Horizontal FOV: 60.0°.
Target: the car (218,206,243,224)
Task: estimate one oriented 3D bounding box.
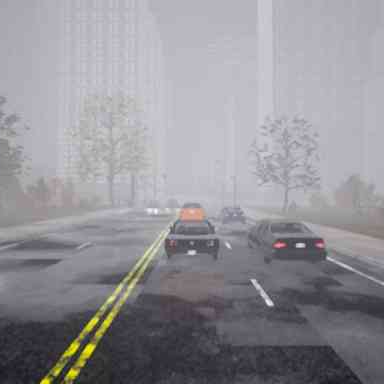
[{"bbox_3d":[3.258,1.833,27.521,2.033,1.411,5.357,0,-1,0],"label":"car"}]

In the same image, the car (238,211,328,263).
[{"bbox_3d":[3.260,1.681,12.524,2.033,1.411,5.357,0,-1,0],"label":"car"}]

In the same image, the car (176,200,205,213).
[{"bbox_3d":[0.017,1.645,28.415,2.097,1.767,4.553,0,-1,0],"label":"car"}]

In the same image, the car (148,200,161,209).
[{"bbox_3d":[-6.519,2.061,57.541,2.128,1.511,4.902,0,-1,0],"label":"car"}]

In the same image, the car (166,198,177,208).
[{"bbox_3d":[-3.269,1.920,57.652,2.097,1.767,4.553,0,0,0],"label":"car"}]

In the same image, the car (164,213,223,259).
[{"bbox_3d":[0.014,1.742,13.235,1.895,1.301,4.718,0,-1,0],"label":"car"}]
